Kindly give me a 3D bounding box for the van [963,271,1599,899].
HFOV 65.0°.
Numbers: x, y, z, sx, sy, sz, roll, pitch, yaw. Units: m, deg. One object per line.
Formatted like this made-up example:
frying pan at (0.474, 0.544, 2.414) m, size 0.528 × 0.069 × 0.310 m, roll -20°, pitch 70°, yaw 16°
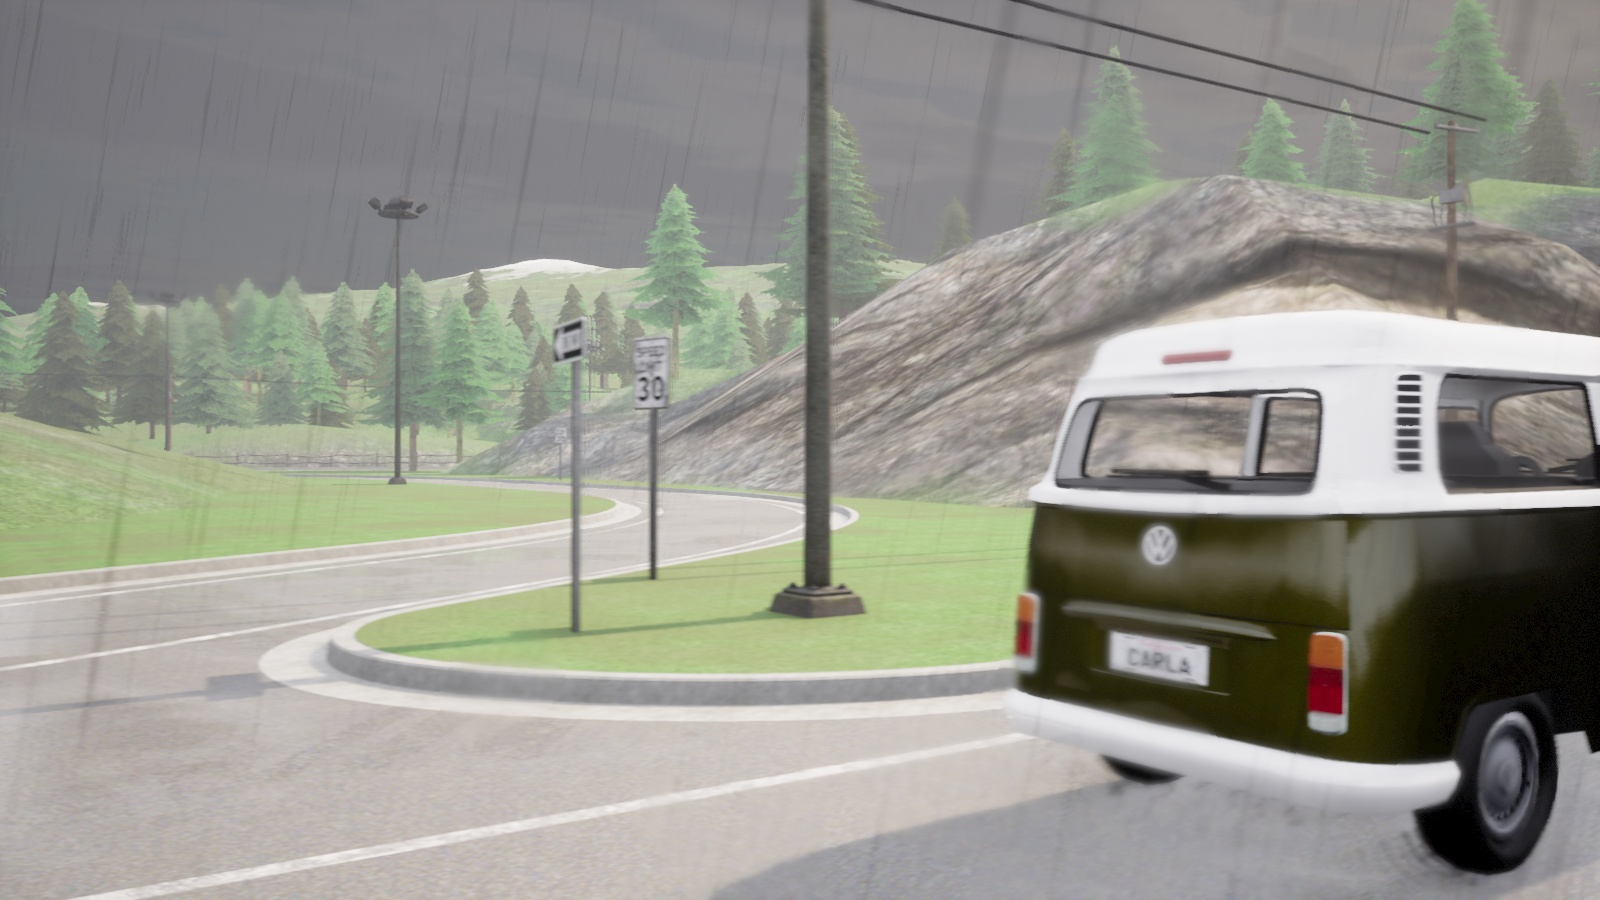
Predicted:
van at (3.140, 0.478, 5.845) m, size 4.480 × 2.038 × 2.069 m, roll 0°, pitch 0°, yaw -35°
